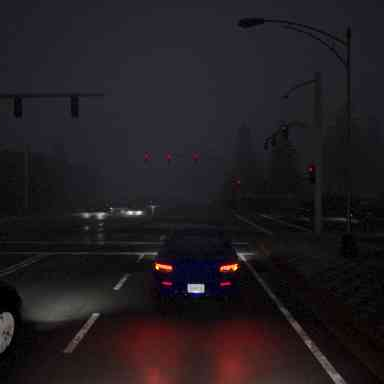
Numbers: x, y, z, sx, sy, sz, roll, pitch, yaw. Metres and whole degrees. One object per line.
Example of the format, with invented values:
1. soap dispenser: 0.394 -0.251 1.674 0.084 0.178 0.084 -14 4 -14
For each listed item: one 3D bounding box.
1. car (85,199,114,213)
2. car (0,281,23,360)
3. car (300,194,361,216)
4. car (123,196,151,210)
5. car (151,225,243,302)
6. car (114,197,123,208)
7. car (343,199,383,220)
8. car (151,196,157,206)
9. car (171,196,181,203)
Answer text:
1. car: -10.616 1.526 37.705 1.812 1.442 4.674 0 0 0
2. car: -3.440 1.505 3.008 1.837 1.490 4.892 0 0 0
3. car: 13.078 1.222 31.153 5.566 2.045 2.150 0 0 0
4. car: -7.103 1.491 43.245 2.128 1.511 4.902 0 0 0
5. car: 0.135 1.526 8.140 1.812 1.442 4.674 0 0 2
6. car: -10.613 1.477 49.015 1.882 1.535 5.008 0 0 0
7. car: 15.898 1.547 27.652 5.357 1.411 2.033 0 0 0
8. car: -7.090 1.506 56.174 1.837 1.490 4.892 0 0 0
9. car: -3.447 1.477 69.651 1.882 1.535 5.008 0 0 0
